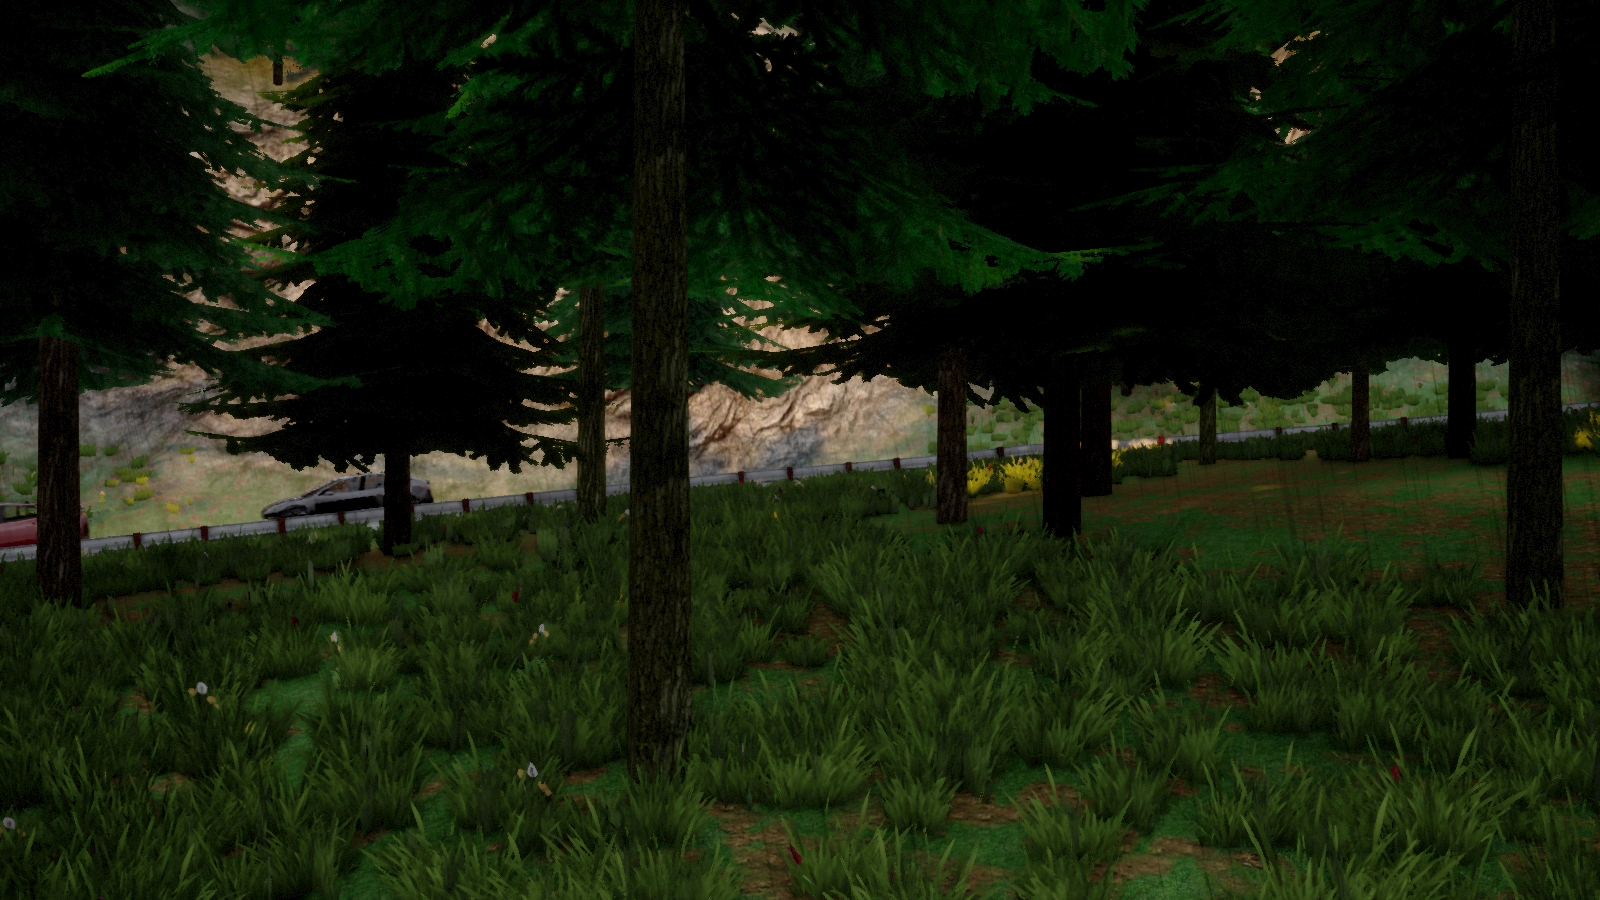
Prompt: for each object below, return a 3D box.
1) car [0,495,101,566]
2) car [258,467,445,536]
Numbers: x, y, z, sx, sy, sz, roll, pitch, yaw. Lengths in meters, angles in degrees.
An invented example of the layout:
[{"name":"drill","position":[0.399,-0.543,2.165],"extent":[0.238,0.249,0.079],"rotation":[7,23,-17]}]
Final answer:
[{"name":"car","position":[-20.500,2.131,28.811],"extent":[4.514,1.525,2.007],"rotation":[-6,3,-42]},{"name":"car","position":[-13.320,1.464,34.003],"extent":[4.792,1.488,2.163],"rotation":[-5,3,-31]}]
